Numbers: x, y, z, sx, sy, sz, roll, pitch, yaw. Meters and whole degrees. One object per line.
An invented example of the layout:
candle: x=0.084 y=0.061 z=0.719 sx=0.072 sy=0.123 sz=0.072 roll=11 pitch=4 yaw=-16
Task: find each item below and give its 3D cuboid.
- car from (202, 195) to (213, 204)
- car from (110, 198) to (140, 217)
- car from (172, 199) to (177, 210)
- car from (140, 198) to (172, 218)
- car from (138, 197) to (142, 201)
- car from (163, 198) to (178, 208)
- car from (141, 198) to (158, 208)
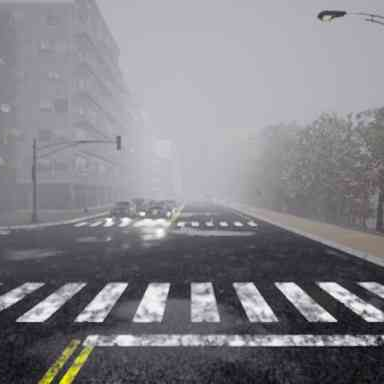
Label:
car: x=3.282 y=1.580 z=71.877 sx=2.097 sy=1.767 sz=4.553 roll=0 pitch=0 yaw=0
car: x=-6.585 y=1.596 z=32.114 sx=1.837 sy=1.490 sz=4.892 roll=0 pitch=0 yaw=0
car: x=-3.334 y=1.669 z=41.538 sx=2.033 sy=1.411 sz=5.357 roll=0 pitch=0 yaw=0
car: x=-3.348 y=1.582 z=31.790 sx=2.128 sy=1.511 sz=4.902 roll=0 pitch=0 yaw=-2
car: x=-6.579 y=1.473 z=41.323 sx=2.097 sy=1.767 sz=4.553 roll=0 pitch=0 yaw=0
car: x=-3.309 y=1.718 z=51.455 sx=1.994 sy=1.385 sz=4.181 roll=0 pitch=0 yaw=0
car: x=-6.560 y=1.704 z=51.926 sx=2.033 sy=1.411 sz=5.357 roll=0 pitch=0 yaw=0
